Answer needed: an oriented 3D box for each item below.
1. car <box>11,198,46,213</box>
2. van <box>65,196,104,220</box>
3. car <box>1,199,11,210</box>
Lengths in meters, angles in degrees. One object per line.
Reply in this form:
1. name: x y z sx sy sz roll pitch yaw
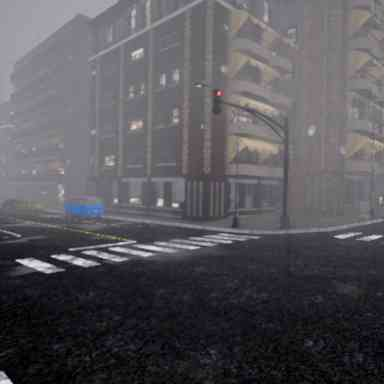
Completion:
1. car: -16.991 1.376 35.002 1.752 1.417 4.829 -1 1 -45
2. van: -8.778 1.240 27.013 1.690 1.788 3.998 -1 1 -45
3. car: -20.857 1.394 38.875 1.947 1.339 4.313 -1 1 -45
